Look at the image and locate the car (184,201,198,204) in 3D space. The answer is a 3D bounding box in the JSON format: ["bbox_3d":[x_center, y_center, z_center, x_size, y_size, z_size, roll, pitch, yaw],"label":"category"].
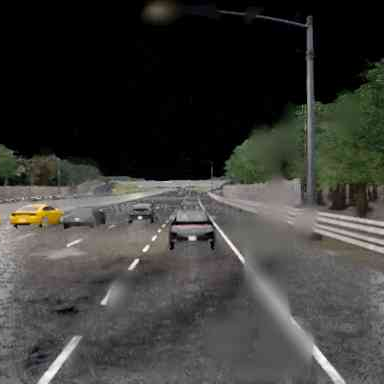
[{"bbox_3d":[-0.101,1.609,35.932,1.895,1.301,4.718,-1,0,0],"label":"car"}]

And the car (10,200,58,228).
[{"bbox_3d":[-10.555,1.593,23.069,1.882,1.535,5.008,-1,0,0],"label":"car"}]

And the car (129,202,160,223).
[{"bbox_3d":[-3.669,1.550,25.787,1.837,1.490,4.892,-1,0,0],"label":"car"}]

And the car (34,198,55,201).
[{"bbox_3d":[-24.725,1.743,57.544,2.128,1.511,4.902,-1,0,1],"label":"car"}]

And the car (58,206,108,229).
[{"bbox_3d":[-7.051,1.643,22.378,1.994,1.385,4.181,-1,0,0],"label":"car"}]

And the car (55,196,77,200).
[{"bbox_3d":[-21.229,1.564,57.632,2.097,1.767,4.553,-1,0,1],"label":"car"}]

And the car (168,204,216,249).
[{"bbox_3d":[-0.007,1.497,14.619,2.128,1.511,4.902,-1,0,0],"label":"car"}]

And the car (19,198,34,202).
[{"bbox_3d":[-28.220,1.784,57.390,2.128,1.511,4.902,-1,0,1],"label":"car"}]
